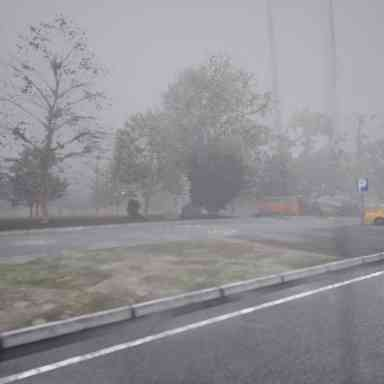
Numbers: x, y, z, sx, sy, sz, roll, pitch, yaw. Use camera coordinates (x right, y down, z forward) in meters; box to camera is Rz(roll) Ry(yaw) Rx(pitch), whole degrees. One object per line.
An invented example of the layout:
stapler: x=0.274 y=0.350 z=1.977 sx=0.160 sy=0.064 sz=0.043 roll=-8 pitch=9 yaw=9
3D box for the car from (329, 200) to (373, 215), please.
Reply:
car: x=20.423 y=1.984 z=42.847 sx=2.185 sy=1.767 sz=4.553 roll=2 pitch=-1 yaw=-35

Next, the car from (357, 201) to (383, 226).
car: x=14.389 y=1.664 z=22.299 sx=1.946 sy=1.575 sz=5.366 roll=2 pitch=-1 yaw=-35

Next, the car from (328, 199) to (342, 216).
car: x=13.746 y=1.865 z=37.901 sx=1.946 sy=1.575 sz=5.366 roll=2 pitch=-1 yaw=-35

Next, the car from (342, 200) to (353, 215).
car: x=15.895 y=1.949 z=39.652 sx=2.231 sy=1.521 sz=4.892 roll=2 pitch=-1 yaw=-35

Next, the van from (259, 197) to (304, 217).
van: x=8.967 y=1.500 z=34.868 sx=1.878 sy=1.987 sz=4.442 roll=2 pitch=-1 yaw=-35

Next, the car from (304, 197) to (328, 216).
car: x=11.374 y=1.542 z=36.473 sx=2.435 sy=2.045 sz=5.566 roll=2 pitch=-1 yaw=-35

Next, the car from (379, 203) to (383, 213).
car: x=31.787 y=2.512 z=50.755 sx=1.946 sy=1.575 sz=5.366 roll=2 pitch=-1 yaw=-35

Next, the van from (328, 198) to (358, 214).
van: x=18.085 y=1.803 z=41.363 sx=1.878 sy=1.987 sz=4.442 roll=2 pitch=-1 yaw=-35
